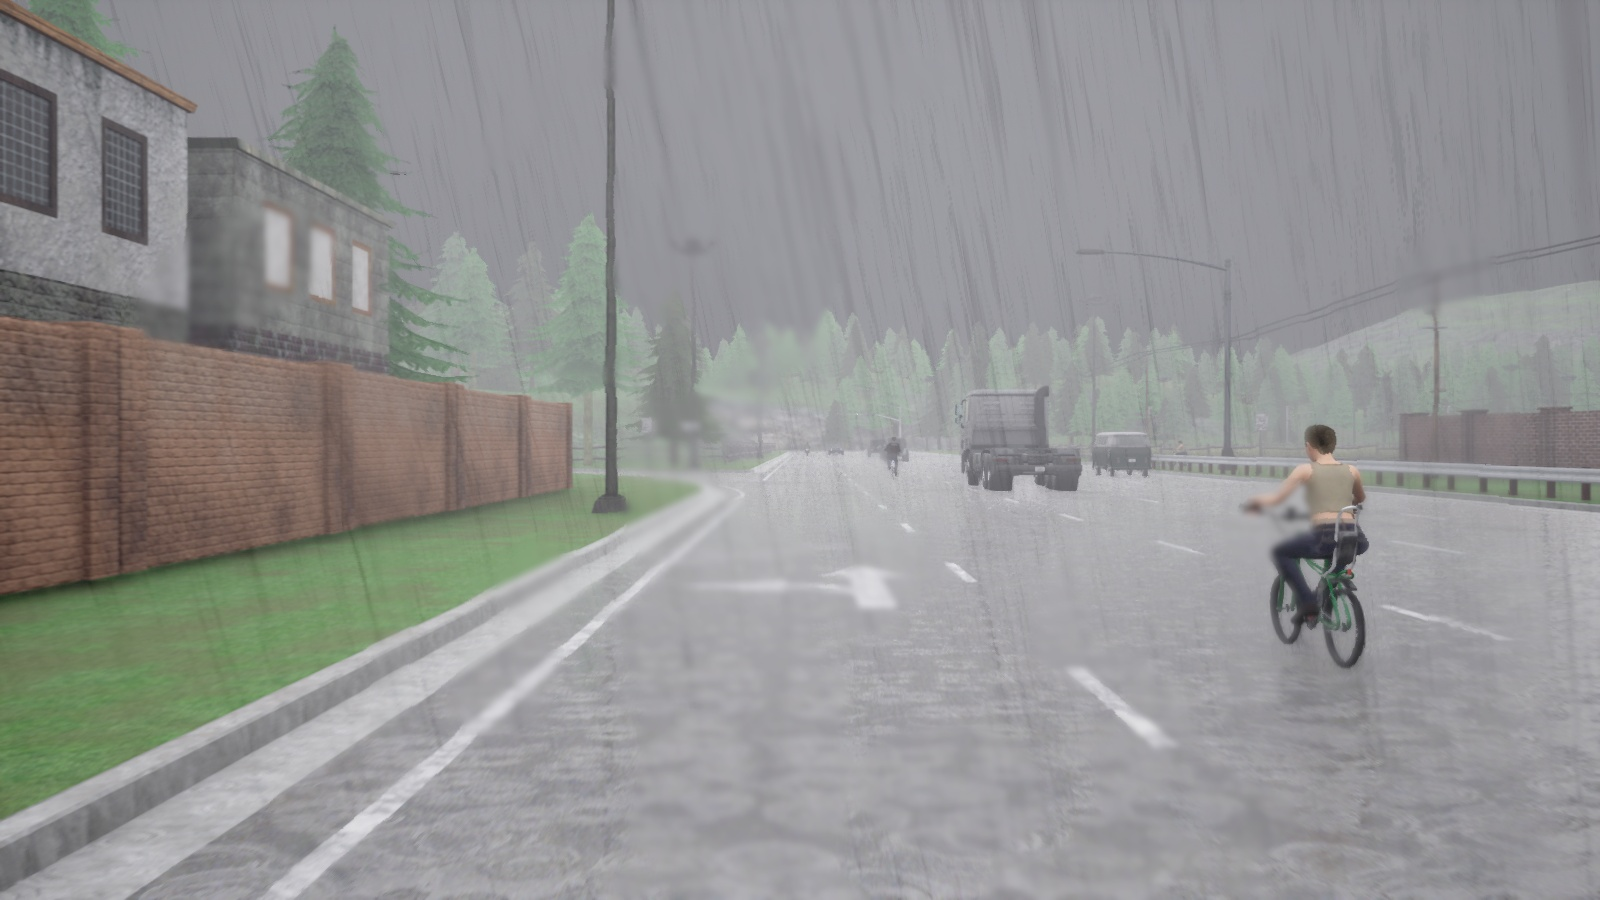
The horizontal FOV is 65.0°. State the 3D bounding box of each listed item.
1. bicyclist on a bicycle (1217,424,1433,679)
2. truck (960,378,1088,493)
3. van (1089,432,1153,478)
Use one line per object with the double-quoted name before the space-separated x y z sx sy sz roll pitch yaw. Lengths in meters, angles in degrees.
"bicyclist on a bicycle" 3.570 0.637 8.697 0.866 1.612 1.509 0 0 0
"truck" 7.253 -0.465 41.835 2.891 3.462 7.936 0 0 0
"van" 14.335 0.195 56.279 1.775 1.987 4.442 0 0 0
